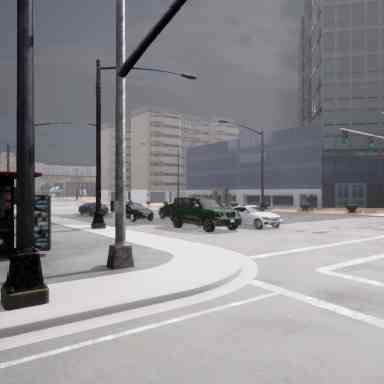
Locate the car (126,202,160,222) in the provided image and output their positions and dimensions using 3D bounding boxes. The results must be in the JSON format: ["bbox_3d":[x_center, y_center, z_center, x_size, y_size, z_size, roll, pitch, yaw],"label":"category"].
[{"bbox_3d":[-5.114,1.741,29.302,1.837,1.490,4.892,0,-1,-36],"label":"car"}]

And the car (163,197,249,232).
[{"bbox_3d":[0.693,1.335,21.304,2.150,2.045,5.566,0,-1,-36],"label":"car"}]

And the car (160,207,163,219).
[{"bbox_3d":[-1.340,1.740,30.122,1.812,1.442,4.674,0,-1,-36],"label":"car"}]

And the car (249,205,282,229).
[{"bbox_3d":[3.961,1.635,22.735,1.812,1.442,4.674,0,-1,-35],"label":"car"}]

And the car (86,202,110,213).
[{"bbox_3d":[-13.104,2.070,46.340,1.994,1.385,4.181,0,-1,-35],"label":"car"}]

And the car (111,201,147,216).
[{"bbox_3d":[-7.293,1.852,38.271,2.128,1.511,4.902,0,-1,-36],"label":"car"}]

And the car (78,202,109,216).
[{"bbox_3d":[-11.361,1.939,37.918,2.033,1.411,5.357,0,-1,-36],"label":"car"}]
